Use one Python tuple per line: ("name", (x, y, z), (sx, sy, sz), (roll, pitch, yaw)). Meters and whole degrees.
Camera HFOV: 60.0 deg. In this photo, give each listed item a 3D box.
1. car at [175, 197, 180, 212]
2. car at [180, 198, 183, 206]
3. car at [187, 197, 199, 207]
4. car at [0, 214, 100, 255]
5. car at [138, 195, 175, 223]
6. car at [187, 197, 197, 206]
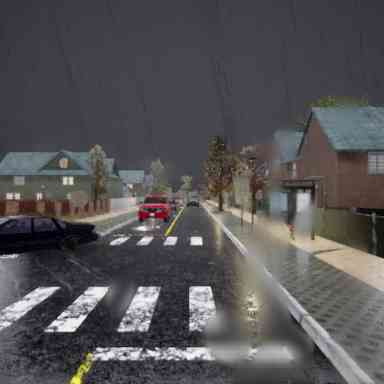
("car", (-2.810, 1.642, 41.480), (1.812, 1.442, 4.674), (0, 0, 0))
("car", (-2.710, 1.583, 57.633), (2.097, 1.767, 4.553), (0, 0, 0))
("car", (0.137, 1.760, 53.742), (1.994, 1.385, 4.181), (0, 0, 0))
("car", (-6.122, 1.536, 12.022), (5.357, 1.411, 2.033), (0, 1, -42))
("car", (-2.832, 1.262, 26.385), (2.150, 2.045, 5.566), (0, 0, 0))
("car", (0.056, 1.779, 63.728), (1.837, 1.490, 4.892), (0, -1, 0))
